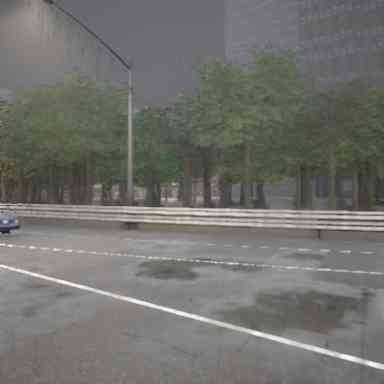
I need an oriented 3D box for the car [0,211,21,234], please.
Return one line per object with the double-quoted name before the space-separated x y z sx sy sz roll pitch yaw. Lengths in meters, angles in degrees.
"car" -11.639 1.566 17.974 5.357 1.411 2.033 0 0 27
